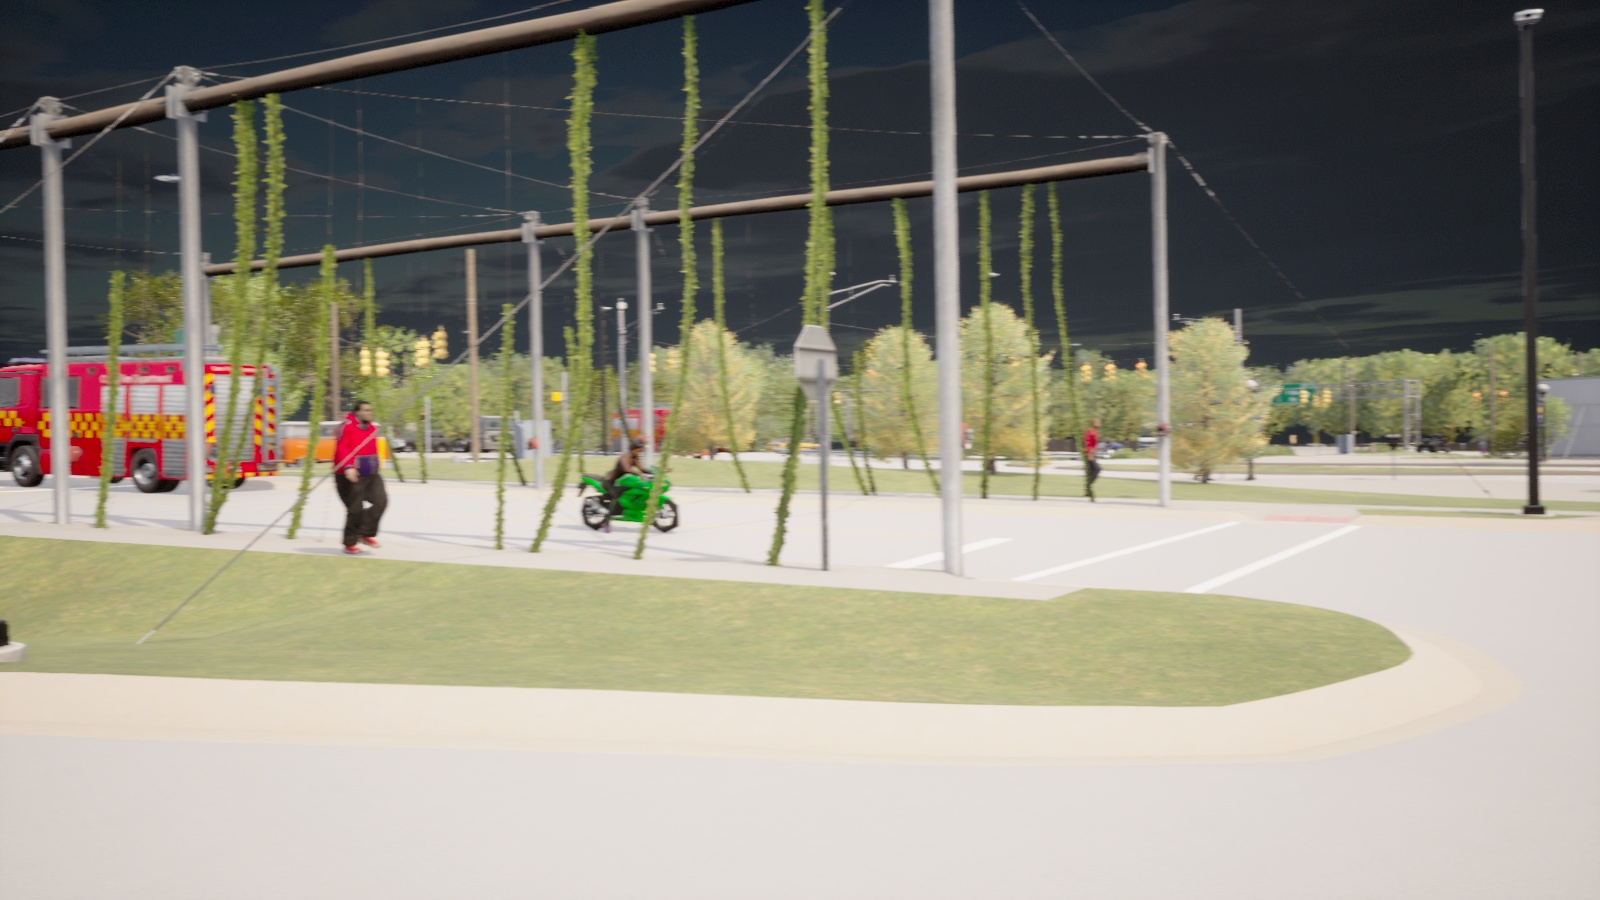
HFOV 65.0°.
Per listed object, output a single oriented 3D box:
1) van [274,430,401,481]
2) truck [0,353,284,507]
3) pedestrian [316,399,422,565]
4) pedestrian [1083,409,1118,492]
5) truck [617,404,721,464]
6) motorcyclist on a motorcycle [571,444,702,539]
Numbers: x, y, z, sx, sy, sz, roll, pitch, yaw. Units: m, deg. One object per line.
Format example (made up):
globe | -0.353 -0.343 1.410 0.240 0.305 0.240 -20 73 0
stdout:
van | -18.555 0.204 50.450 4.442 1.987 1.775 -1 -1 -39
truck | -18.349 -0.540 34.408 8.468 3.827 2.891 0 2 27
pedestrian | -4.944 0.359 14.423 0.899 1.844 0.634 -2 1 27
pedestrian | 6.727 0.011 28.126 0.636 1.846 0.331 -2 1 27
truck | -8.880 -1.091 84.061 2.891 3.827 8.468 -1 1 -38
motorcyclist on a motorcycle | -2.764 0.681 21.195 2.044 1.523 0.797 -1 1 26
